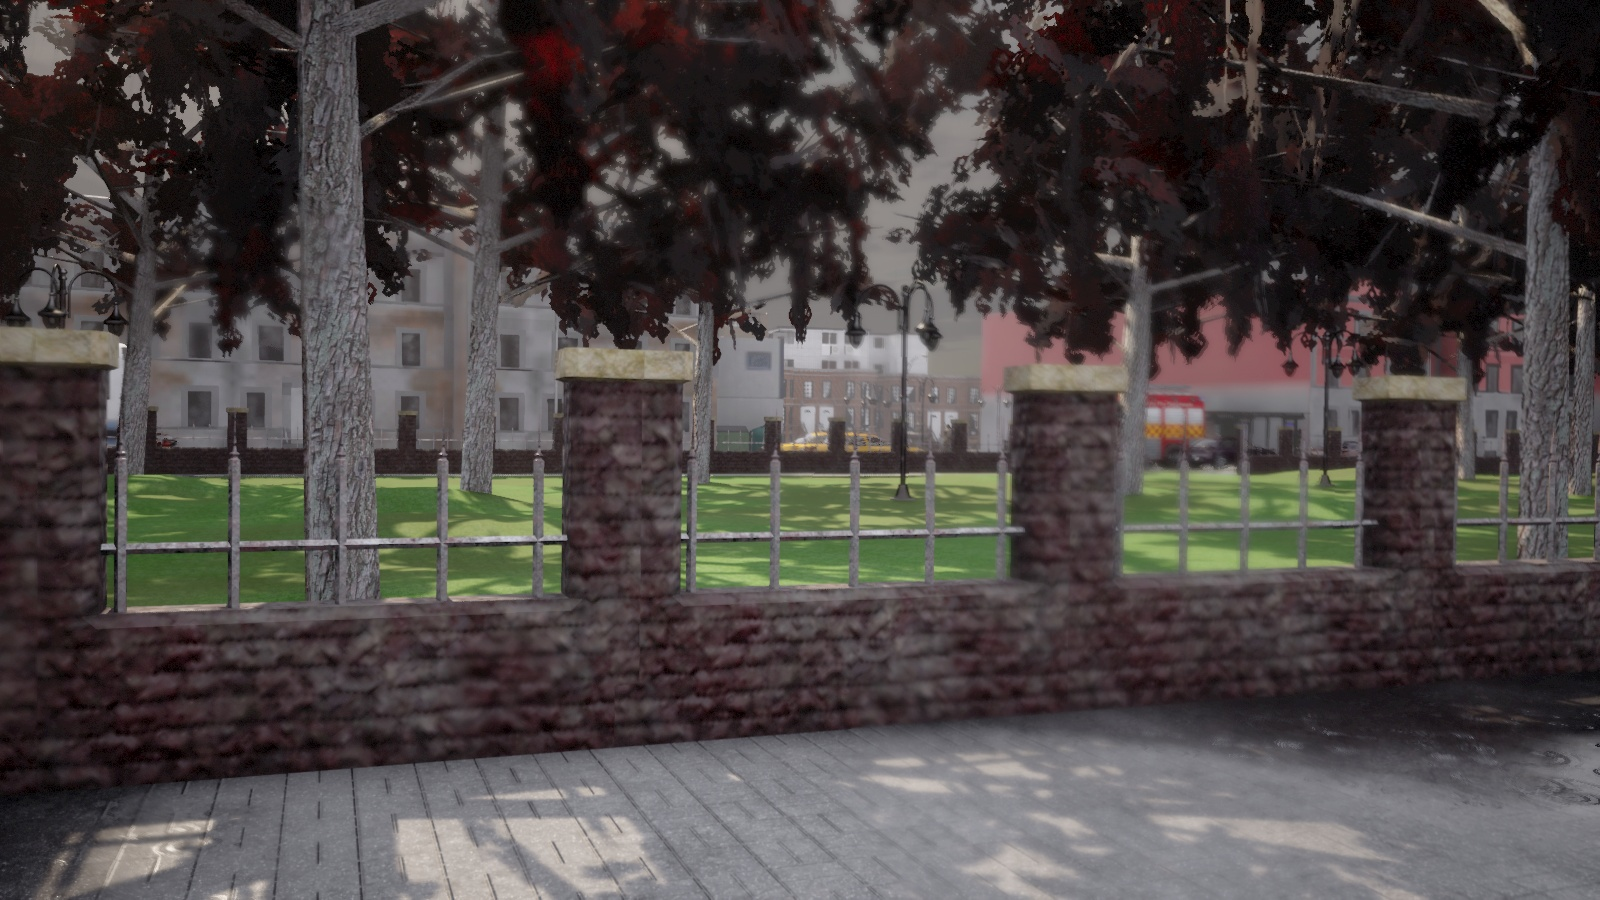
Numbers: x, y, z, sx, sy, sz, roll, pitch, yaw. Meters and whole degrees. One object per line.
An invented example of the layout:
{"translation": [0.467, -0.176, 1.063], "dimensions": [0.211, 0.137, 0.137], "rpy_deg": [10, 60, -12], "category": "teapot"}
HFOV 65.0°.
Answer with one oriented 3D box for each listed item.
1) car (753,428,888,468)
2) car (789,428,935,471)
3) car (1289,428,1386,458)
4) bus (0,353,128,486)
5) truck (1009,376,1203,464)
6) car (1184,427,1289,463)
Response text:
{"translation": [0.862, -0.096, 52.513], "dimensions": [5.366, 1.575, 1.801], "rpy_deg": [-1, 1, -21], "category": "car"}
{"translation": [2.425, -0.054, 48.828], "dimensions": [5.366, 1.575, 1.801], "rpy_deg": [-1, 1, -21], "category": "car"}
{"translation": [26.639, -0.369, 62.267], "dimensions": [4.181, 1.385, 1.994], "rpy_deg": [-1, 1, -21], "category": "car"}
{"translation": [-28.256, -0.964, 41.437], "dimensions": [10.273, 4.253, 3.944], "rpy_deg": [-1, 1, -21], "category": "bus"}
{"translation": [14.037, -1.404, 57.485], "dimensions": [8.468, 3.827, 2.891], "rpy_deg": [-1, 1, -21], "category": "truck"}
{"translation": [19.171, -0.237, 55.165], "dimensions": [4.193, 1.474, 1.816], "rpy_deg": [-1, 1, -21], "category": "car"}
